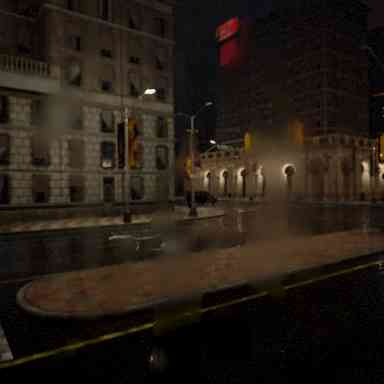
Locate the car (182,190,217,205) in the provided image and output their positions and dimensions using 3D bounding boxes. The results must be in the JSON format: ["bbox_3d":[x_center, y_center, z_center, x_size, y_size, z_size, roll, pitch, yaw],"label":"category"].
[{"bbox_3d":[1.344,0.787,49.997,2.150,2.045,5.566,-1,1,-35],"label":"car"}]
